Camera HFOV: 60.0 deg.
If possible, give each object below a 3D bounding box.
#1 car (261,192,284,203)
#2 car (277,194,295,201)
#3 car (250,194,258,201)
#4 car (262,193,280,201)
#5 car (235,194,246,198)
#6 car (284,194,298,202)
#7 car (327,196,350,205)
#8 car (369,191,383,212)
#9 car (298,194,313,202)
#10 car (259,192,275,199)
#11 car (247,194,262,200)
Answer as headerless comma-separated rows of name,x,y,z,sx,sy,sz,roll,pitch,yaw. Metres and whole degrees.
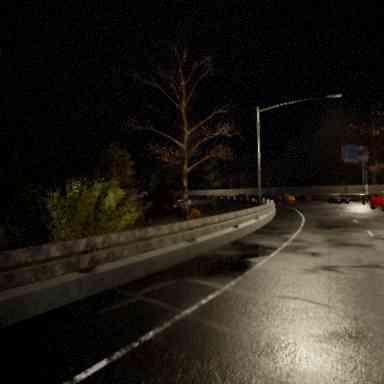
car,15.399,1.272,64.124,1.882,1.535,5.008,-1,0,-4
car,21.257,1.203,75.645,1.837,1.490,4.892,-1,0,-11
car,14.451,1.360,73.905,2.033,1.411,5.357,-1,0,-8
car,17.792,1.118,75.150,2.097,1.767,4.553,-1,0,-11
car,12.447,1.205,84.139,1.812,1.442,4.674,-1,0,-16
car,18.794,1.215,66.234,1.882,1.535,5.008,-1,0,-4
car,22.229,1.262,50.802,1.895,1.301,4.718,-1,0,4
car,19.706,0.926,33.543,2.150,2.045,5.566,-1,0,12
car,22.298,1.153,66.240,1.882,1.535,5.008,-1,0,-4
car,19.253,0.918,85.767,2.097,1.767,4.553,-1,0,-16
car,15.848,1.174,84.968,1.994,1.385,4.181,-1,0,-16
